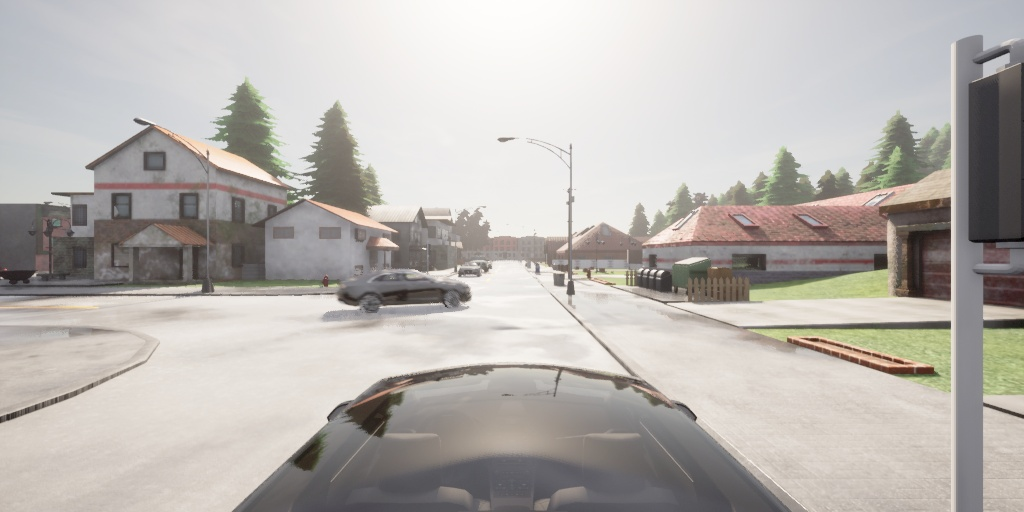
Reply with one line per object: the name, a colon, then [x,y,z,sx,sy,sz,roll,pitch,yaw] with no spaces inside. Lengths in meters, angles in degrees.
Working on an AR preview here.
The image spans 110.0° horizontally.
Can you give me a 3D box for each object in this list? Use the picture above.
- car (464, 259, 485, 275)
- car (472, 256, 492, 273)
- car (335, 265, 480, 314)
car: [-4.089,1.314,35.454,1.994,1.385,4.181,0,0,0]
car: [-4.086,0.972,44.601,2.150,2.045,5.566,0,0,0]
car: [-3.979,1.242,13.619,4.902,1.511,2.128,0,1,-26]
